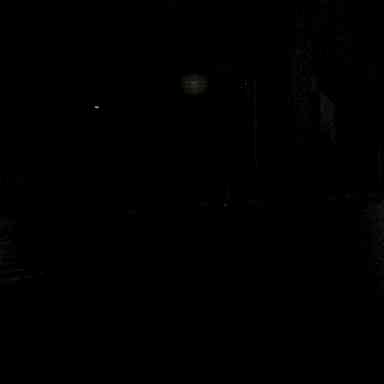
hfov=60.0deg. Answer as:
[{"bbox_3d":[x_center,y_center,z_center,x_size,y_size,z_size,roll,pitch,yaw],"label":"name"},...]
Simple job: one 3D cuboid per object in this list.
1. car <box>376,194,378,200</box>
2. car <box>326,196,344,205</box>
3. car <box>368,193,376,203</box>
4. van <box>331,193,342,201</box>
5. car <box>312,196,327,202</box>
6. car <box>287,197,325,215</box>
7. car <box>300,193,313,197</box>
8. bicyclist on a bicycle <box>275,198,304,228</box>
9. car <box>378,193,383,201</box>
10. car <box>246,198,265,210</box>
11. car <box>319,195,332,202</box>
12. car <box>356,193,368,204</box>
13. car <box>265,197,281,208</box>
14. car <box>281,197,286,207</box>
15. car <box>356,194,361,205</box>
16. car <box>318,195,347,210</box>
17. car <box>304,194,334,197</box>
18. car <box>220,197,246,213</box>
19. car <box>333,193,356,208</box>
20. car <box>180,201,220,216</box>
[{"bbox_3d":[36.633,1.303,68.670,1.752,1.417,4.829,-1,0,35],"label":"car"},{"bbox_3d":[23.262,1.354,53.908,1.812,1.442,4.674,-1,0,35],"label":"car"},{"bbox_3d":[33.322,1.100,63.899,2.192,1.841,5.009,0,0,35],"label":"car"},{"bbox_3d":[35.967,1.187,82.667,1.690,1.788,3.998,-1,0,35],"label":"van"},{"bbox_3d":[26.325,1.419,68.766,1.947,1.339,4.313,0,0,35],"label":"car"},{"bbox_3d":[10.821,1.425,31.468,1.947,1.339,4.313,0,0,35],"label":"car"},{"bbox_3d":[19.894,1.416,59.499,1.887,1.381,4.507,0,0,35],"label":"car"},{"bbox_3d":[5.339,1.177,18.373,1.656,1.620,0.582,-1,0,35],"label":"bicyclist on a bicycle"},{"bbox_3d":[42.965,1.359,77.795,1.802,1.307,4.206,-1,0,35],"label":"car"},{"bbox_3d":[7.034,1.495,40.965,1.802,1.307,4.206,0,0,35],"label":"car"},{"bbox_3d":[29.539,1.428,73.398,1.802,1.307,4.206,0,0,35],"label":"car"},{"bbox_3d":[26.892,1.118,54.632,2.192,1.841,5.009,0,0,35],"label":"car"},{"bbox_3d":[10.152,1.427,45.458,1.752,1.417,4.829,0,0,35],"label":"car"},{"bbox_3d":[13.464,1.456,50.233,1.947,1.339,4.313,0,0,35],"label":"car"},{"bbox_3d":[23.678,1.378,49.999,1.947,1.339,4.313,0,0,35],"label":"car"},{"bbox_3d":[17.249,1.378,40.734,1.887,1.381,4.507,0,0,35],"label":"car"},{"bbox_3d":[17.398,1.337,45.456,2.128,1.511,4.902,-1,0,35],"label":"car"},{"bbox_3d":[3.818,1.367,36.332,1.967,1.590,4.097,0,0,35],"label":"car"},{"bbox_3d":[20.463,1.137,45.368,2.192,1.841,5.009,0,0,35],"label":"car"},{"bbox_3d":[0.605,1.525,31.699,1.802,1.307,4.206,0,0,35],"label":"car"}]
